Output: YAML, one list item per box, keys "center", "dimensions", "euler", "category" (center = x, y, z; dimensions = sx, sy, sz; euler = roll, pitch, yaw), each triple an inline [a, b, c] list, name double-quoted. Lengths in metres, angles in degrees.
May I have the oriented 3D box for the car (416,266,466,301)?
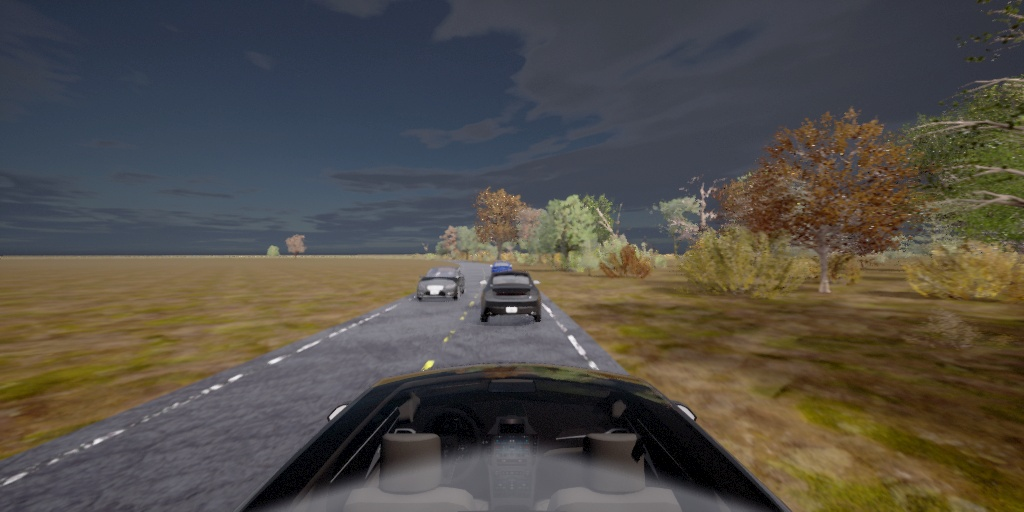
- center: [-3.315, 1.260, 17.489]
  dimensions: [2.128, 1.511, 4.902]
  euler: [0, 0, -2]
  category: "car"

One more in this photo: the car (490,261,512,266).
- center: [-1.006, 1.260, 33.670]
  dimensions: [1.882, 1.535, 5.008]
  euler: [0, 0, -4]
  category: "car"

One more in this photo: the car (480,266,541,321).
- center: [-0.060, 1.265, 12.482]
  dimensions: [1.837, 1.490, 4.892]
  euler: [0, 0, -1]
  category: "car"
